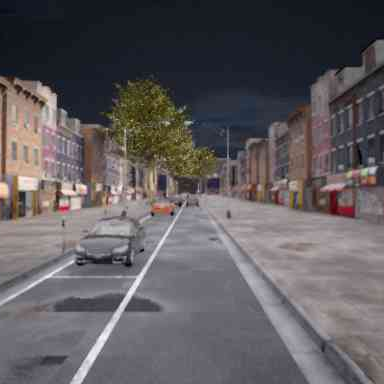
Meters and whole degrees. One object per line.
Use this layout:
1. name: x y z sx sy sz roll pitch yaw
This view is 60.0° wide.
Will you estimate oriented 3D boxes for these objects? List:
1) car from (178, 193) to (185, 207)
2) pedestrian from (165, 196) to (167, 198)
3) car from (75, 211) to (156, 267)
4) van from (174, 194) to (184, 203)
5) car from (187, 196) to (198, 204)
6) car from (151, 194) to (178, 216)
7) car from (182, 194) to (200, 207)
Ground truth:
1. car: -2.578 1.271 50.224 2.192 1.841 5.009 2 0 0
2. pedestrian: -2.727 1.283 35.100 0.375 1.860 0.375 -2 -1 0
3. car: -2.612 1.568 11.472 2.008 1.369 4.403 1 0 0
4. van: -2.568 1.261 66.829 1.690 1.788 3.998 2 0 0
5. car: 0.045 1.492 63.077 1.994 1.385 4.181 0 0 0
6. car: -2.729 1.346 32.269 2.097 1.767 4.553 0 0 0
7. car: 0.077 1.448 50.051 2.128 1.511 4.902 0 0 0
